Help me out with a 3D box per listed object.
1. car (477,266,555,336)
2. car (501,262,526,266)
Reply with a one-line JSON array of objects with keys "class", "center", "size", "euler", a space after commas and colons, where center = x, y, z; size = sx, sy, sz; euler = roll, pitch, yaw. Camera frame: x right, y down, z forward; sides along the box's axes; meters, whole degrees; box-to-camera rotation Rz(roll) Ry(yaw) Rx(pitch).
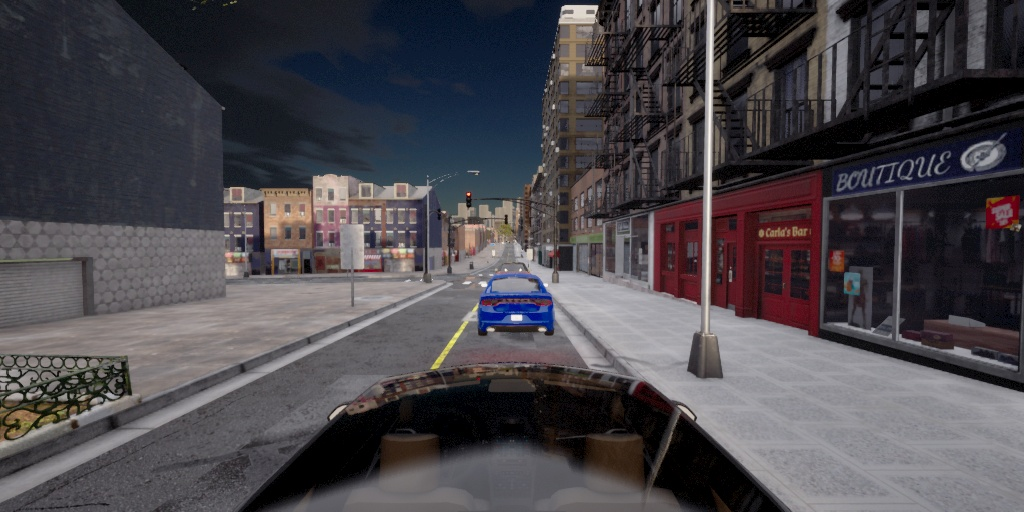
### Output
[{"class": "car", "center": [0.089, 1.229, 10.472], "size": [1.882, 1.535, 5.008], "euler": [0, 0, 0]}, {"class": "car", "center": [0.056, 1.109, 20.465], "size": [2.097, 1.767, 4.553], "euler": [0, 0, 0]}]
